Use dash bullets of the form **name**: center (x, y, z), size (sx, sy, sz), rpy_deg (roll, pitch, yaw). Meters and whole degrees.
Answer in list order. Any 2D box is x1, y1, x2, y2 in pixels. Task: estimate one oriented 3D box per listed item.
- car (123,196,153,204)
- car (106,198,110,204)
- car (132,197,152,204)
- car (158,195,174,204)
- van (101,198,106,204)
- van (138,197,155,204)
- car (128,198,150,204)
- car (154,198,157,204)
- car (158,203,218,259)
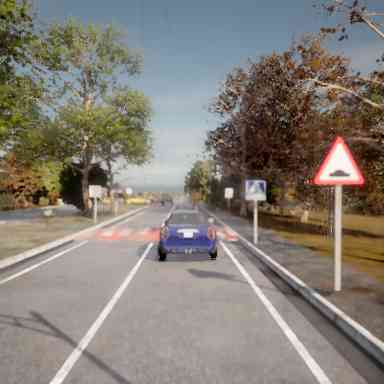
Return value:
- **car**: center (-11.929, 1.981, 73.867), size (5.366, 1.575, 1.946), rpy_deg (0, -2, -1)
- **car**: center (-25.591, 2.420, 90.356), size (4.553, 1.767, 2.185), rpy_deg (0, -2, -1)
- **car**: center (-12.360, 2.111, 82.177), size (4.553, 1.767, 2.185), rpy_deg (0, -2, -1)
- **car**: center (-4.813, 1.555, 65.214), size (2.150, 2.045, 5.566), rpy_deg (0, -1, -1)
- **van**: center (-25.668, 2.221, 87.588), size (4.442, 1.987, 1.878), rpy_deg (0, -2, -1)
- **van**: center (-12.730, 2.406, 93.268), size (4.442, 1.987, 1.878), rpy_deg (0, -2, -1)
- **car**: center (-12.191, 2.061, 76.629), size (4.892, 1.521, 2.231), rpy_deg (0, -2, -1)
- **car**: center (-12.371, 2.082, 84.952), size (5.566, 2.045, 2.435), rpy_deg (0, -2, -1)
- **car**: center (-0.167, 1.486, 13.452), size (2.097, 1.767, 4.553), rpy_deg (0, 0, -1)
